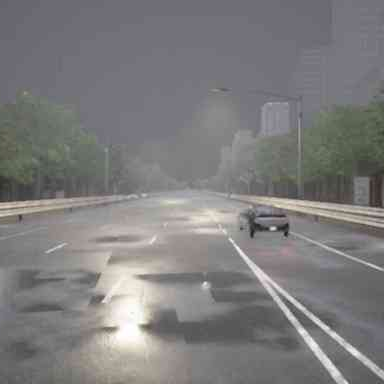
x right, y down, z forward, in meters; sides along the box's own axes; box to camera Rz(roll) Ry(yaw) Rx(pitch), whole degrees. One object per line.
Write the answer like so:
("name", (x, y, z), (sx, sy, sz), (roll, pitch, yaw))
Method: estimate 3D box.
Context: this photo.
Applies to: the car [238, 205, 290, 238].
("car", (3.546, 1.388, 17.065), (2.128, 1.511, 4.902), (0, 0, -1))
